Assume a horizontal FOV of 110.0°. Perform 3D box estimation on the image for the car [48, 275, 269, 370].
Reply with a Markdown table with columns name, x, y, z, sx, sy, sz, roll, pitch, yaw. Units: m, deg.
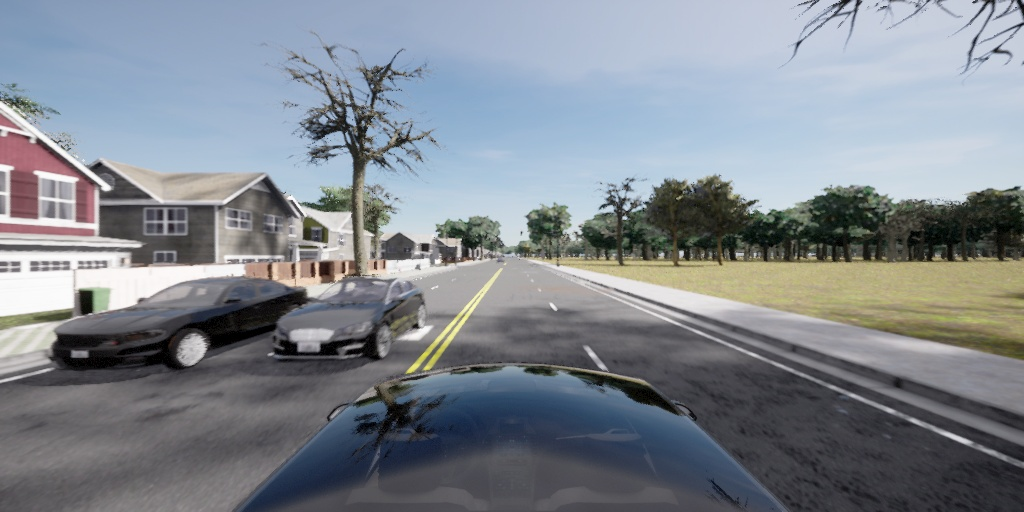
| name | x | y | z | sx | sy | sz | roll | pitch | yaw |
| --- | --- | --- | --- | --- | --- | --- | --- | --- | --- |
| car | -6.600 | 1.227 | 7.974 | 1.882 | 1.535 | 5.008 | 0 | 0 | 0 |

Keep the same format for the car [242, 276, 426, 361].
| name | x | y | z | sx | sy | sz | roll | pitch | yaw |
| --- | --- | --- | --- | --- | --- | --- | --- | --- | --- |
| car | -3.349 | 1.241 | 8.369 | 2.128 | 1.511 | 4.902 | 0 | 0 | 0 |
